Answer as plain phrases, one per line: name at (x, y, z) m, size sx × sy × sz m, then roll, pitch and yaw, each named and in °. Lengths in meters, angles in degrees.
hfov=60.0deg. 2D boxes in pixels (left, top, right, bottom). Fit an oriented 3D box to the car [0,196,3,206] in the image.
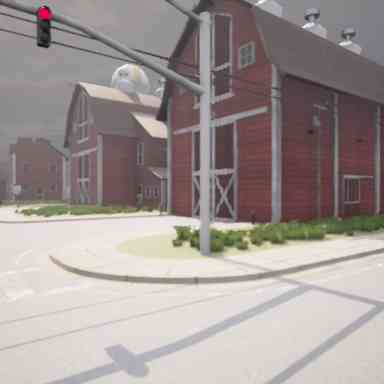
car at (-25.933, 1.015, 41.978) m, size 3.866 × 1.878 × 1.905 m, roll -2°, pitch 6°, yaw 11°
